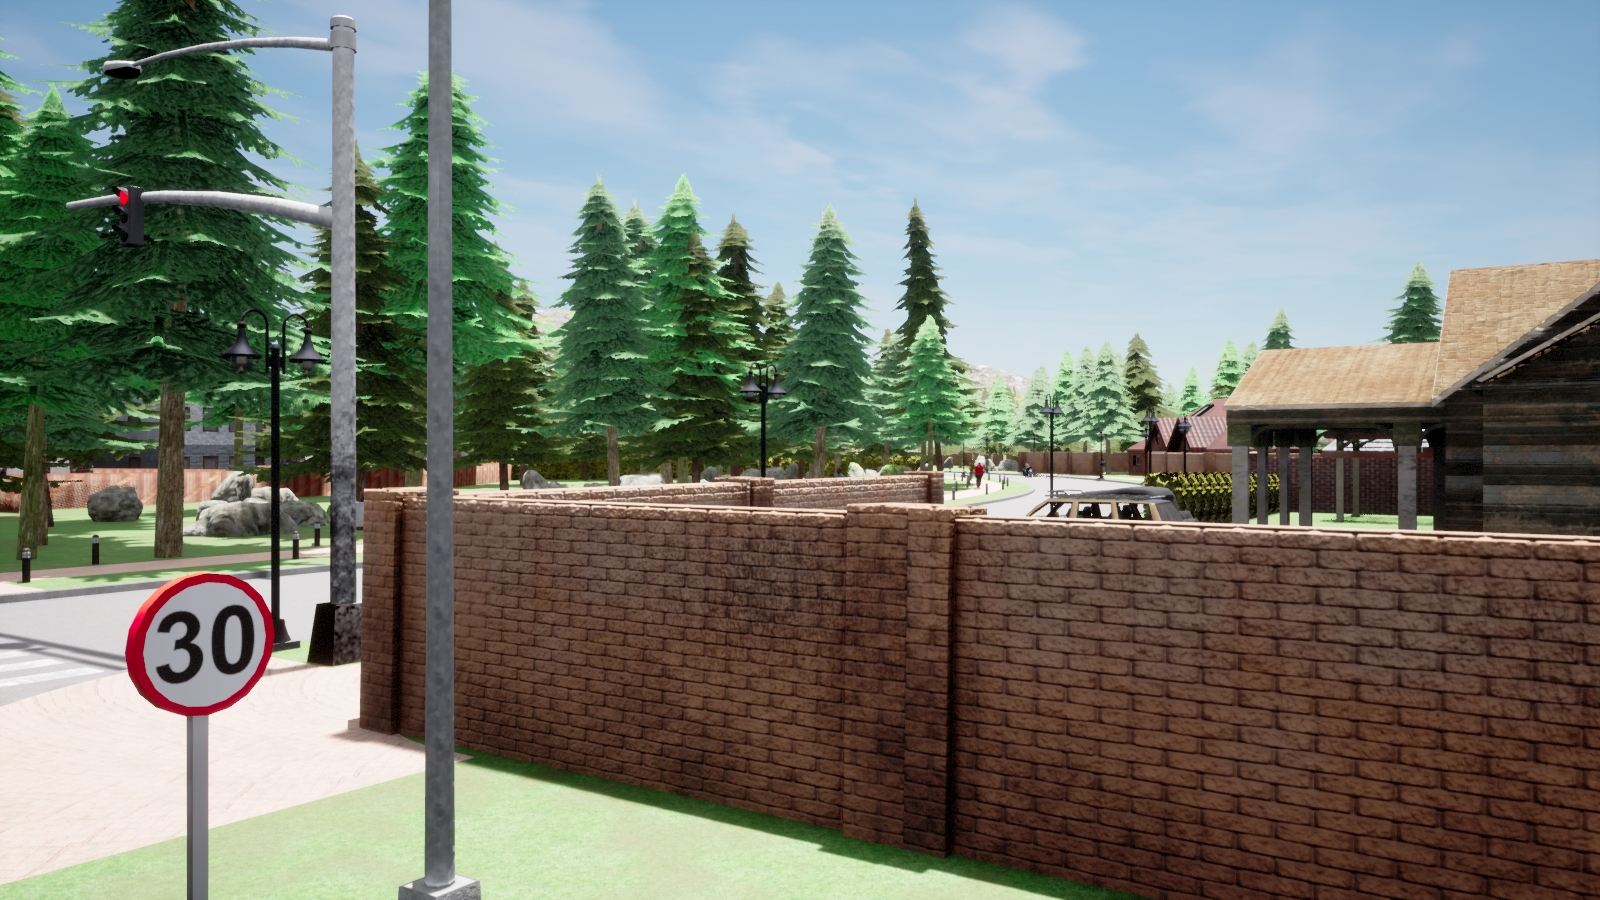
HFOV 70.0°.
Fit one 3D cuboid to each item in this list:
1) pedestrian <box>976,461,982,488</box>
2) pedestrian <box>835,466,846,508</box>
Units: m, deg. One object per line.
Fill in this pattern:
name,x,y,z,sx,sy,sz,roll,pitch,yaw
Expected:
pedestrian,12.063,1.642,77.042,0.375,1.860,0.375,0,0,14
pedestrian,1.804,1.646,51.372,0.375,1.860,0.375,0,0,28
